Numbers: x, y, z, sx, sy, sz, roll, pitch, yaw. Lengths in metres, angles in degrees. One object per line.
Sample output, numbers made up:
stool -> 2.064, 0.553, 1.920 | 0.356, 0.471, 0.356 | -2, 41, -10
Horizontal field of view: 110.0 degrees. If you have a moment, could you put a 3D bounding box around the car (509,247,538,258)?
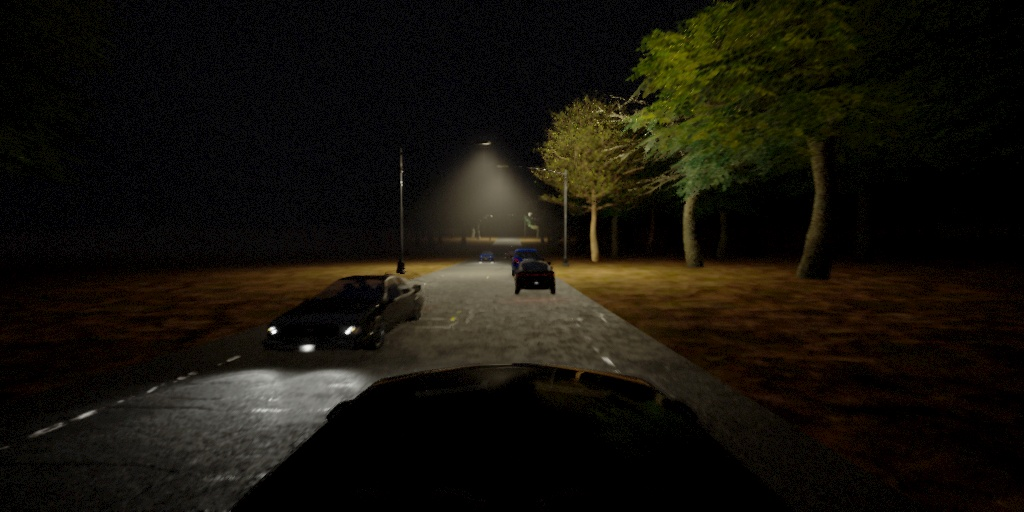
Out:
car -> 1.061, 0.461, 27.991 | 2.150, 2.045, 5.566 | 0, 1, 0

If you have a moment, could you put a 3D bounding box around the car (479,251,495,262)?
car -> -3.528, 0.008, 51.172 | 1.882, 1.535, 5.008 | 0, 2, 1

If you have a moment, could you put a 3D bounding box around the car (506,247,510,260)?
car -> 0.030, -0.205, 57.973 | 2.033, 1.411, 5.357 | 0, 3, 0

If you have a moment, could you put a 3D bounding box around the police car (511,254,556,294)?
police car -> 1.057, 0.898, 18.082 | 1.930, 1.638, 5.238 | 0, 1, 0

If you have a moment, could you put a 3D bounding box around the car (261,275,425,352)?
car -> -3.595, 1.192, 8.949 | 2.033, 1.411, 5.357 | 0, 1, 0
